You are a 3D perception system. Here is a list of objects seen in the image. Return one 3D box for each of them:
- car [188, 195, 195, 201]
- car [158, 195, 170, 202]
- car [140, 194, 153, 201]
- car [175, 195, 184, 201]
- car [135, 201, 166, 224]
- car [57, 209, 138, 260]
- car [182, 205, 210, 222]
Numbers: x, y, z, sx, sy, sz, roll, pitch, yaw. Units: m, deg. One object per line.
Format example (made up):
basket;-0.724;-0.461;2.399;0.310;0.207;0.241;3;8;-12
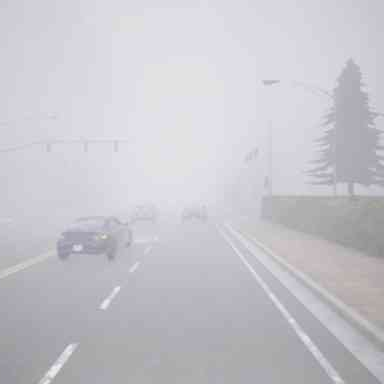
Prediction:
car;-0.006;1.769;90.768;1.882;1.535;5.008;0;0;0
car;-7.005;1.732;79.110;1.882;1.535;5.008;0;0;0
car;-10.505;1.807;79.110;1.994;1.385;4.181;0;0;0
car;-3.506;1.845;91.317;1.994;1.385;4.181;0;0;0
car;-3.475;1.630;25.469;2.033;1.411;5.357;0;0;1
car;-3.460;1.567;12.461;1.812;1.442;4.674;0;-1;1
car;0.406;1.688;26.995;1.895;1.301;4.718;0;0;7
